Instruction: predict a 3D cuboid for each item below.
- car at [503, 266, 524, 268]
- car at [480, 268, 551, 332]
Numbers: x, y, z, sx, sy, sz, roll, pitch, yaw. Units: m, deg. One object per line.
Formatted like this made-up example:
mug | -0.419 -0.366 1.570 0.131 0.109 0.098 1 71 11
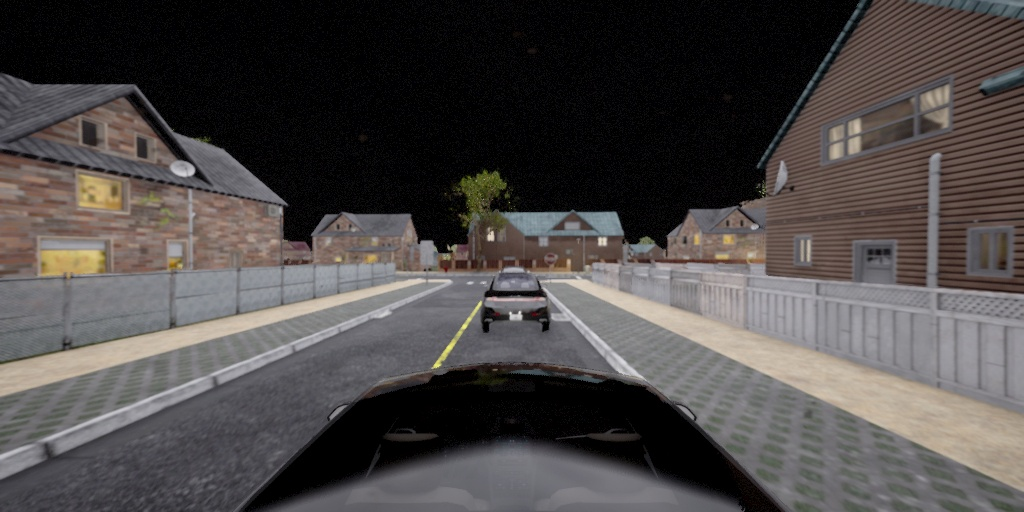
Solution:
car | 0.133 1.348 22.871 1.882 1.535 5.008 0 0 2
car | 0.097 1.291 11.060 2.128 1.511 4.902 0 -1 0
